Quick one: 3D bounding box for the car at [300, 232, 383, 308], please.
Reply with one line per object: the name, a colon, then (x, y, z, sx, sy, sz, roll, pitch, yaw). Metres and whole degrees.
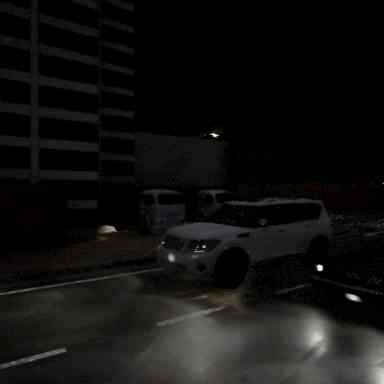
car: (4.708, 1.586, 7.261, 4.718, 1.301, 1.895, 0, 0, -35)

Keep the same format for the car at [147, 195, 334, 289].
car: (1.778, 1.208, 9.482, 5.566, 2.045, 2.150, 0, 0, -35)
